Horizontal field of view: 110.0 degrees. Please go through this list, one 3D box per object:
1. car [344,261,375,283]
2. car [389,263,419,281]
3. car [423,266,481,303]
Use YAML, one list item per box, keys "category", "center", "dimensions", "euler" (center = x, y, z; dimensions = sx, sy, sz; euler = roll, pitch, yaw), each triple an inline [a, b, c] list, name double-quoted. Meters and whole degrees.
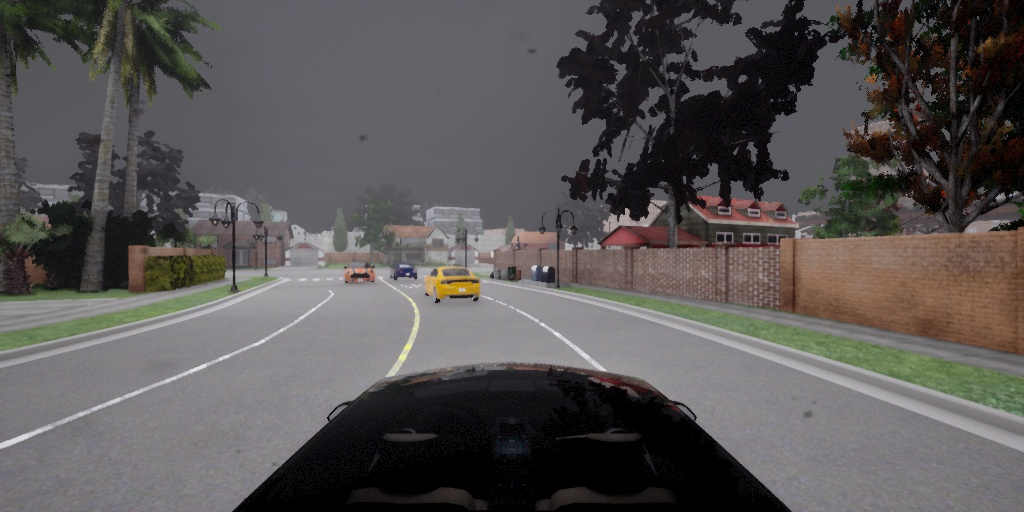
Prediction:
- category: "car"
  center: [-11.853, 1.165, 27.837]
  dimensions: [2.097, 1.767, 4.553]
  euler: [0, 0, -25]
- category: "car"
  center: [-9.236, 1.285, 30.510]
  dimensions: [1.812, 1.442, 4.674]
  euler: [0, 0, -25]
- category: "car"
  center: [-2.929, 1.229, 16.791]
  dimensions: [1.882, 1.535, 5.008]
  euler: [0, 0, -22]
